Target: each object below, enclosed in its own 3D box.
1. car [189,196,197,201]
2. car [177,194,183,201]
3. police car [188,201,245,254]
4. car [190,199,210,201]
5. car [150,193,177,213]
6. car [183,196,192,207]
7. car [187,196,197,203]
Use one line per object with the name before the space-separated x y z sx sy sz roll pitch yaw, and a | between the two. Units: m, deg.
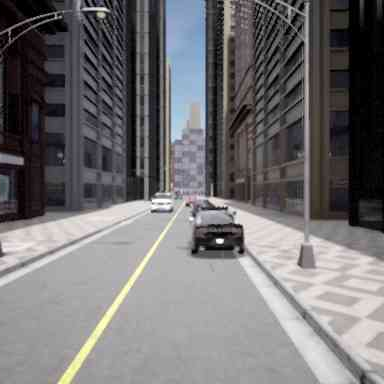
car | 0.907 1.409 29.290 1.837 1.490 4.892 0 0 0
car | -2.980 1.319 76.634 1.837 1.490 4.892 0 0 0
police car | 0.904 1.376 13.399 1.930 1.638 5.238 0 0 0
car | 0.907 1.446 23.290 1.812 1.442 4.674 0 0 0
car | -3.085 1.109 35.419 2.150 2.045 5.566 0 0 0
car | 0.028 1.458 48.944 1.895 1.301 4.718 0 0 0
car | 0.017 1.401 64.069 1.994 1.385 4.181 0 0 0
